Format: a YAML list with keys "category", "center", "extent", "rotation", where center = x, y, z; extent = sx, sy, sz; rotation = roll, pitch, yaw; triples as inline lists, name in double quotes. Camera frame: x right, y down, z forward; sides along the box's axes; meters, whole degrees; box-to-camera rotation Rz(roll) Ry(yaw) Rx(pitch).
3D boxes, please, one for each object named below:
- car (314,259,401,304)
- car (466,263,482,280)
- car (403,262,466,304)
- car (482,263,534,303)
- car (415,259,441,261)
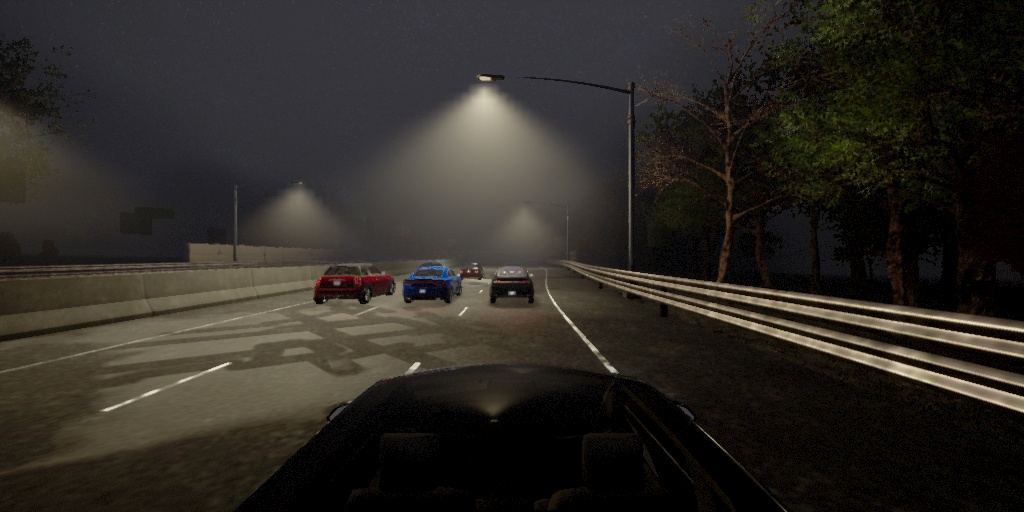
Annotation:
- category: "car"
  center: [-7.000, 1.116, 16.471]
  extent: [2.097, 1.767, 4.553]
  rotation: [0, 0, 0]
- category: "car"
  center: [-3.500, 1.322, 31.501]
  extent: [2.033, 1.411, 5.357]
  rotation: [0, 0, 0]
- category: "car"
  center: [-3.500, 1.235, 16.501]
  extent: [1.882, 1.535, 5.008]
  rotation: [0, 0, 0]
- category: "car"
  center: [0.000, 1.245, 16.501]
  extent: [2.128, 1.511, 4.902]
  rotation: [0, 0, 0]
- category: "car"
  center: [-7.000, 1.244, 31.501]
  extent: [1.882, 1.535, 5.008]
  rotation: [0, 0, 0]
